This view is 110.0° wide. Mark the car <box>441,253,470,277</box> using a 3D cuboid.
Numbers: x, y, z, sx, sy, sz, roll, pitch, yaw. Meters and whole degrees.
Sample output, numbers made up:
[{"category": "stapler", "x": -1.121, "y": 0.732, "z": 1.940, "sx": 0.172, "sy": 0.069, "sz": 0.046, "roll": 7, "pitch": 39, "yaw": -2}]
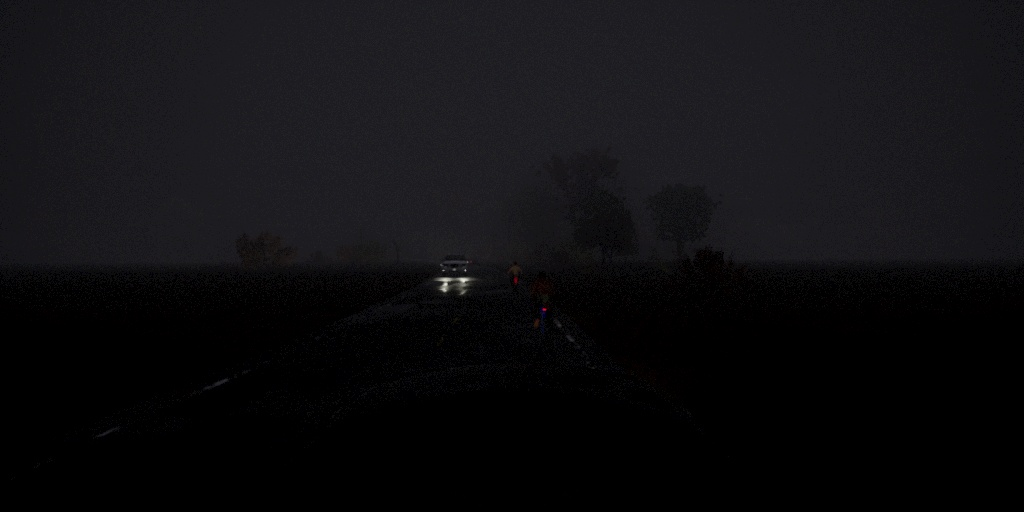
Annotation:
[{"category": "car", "x": -5.164, "y": 0.761, "z": 32.745, "sx": 2.150, "sy": 2.045, "sz": 5.566, "roll": 0, "pitch": 0, "yaw": -7}]

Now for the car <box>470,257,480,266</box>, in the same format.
[{"category": "car", "x": -6.343, "y": 0.925, "z": 58.171, "sx": 2.033, "sy": 1.411, "sz": 5.357, "roll": 0, "pitch": 0, "yaw": -13}]

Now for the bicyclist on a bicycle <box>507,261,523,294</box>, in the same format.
[{"category": "bicyclist on a bicycle", "x": 0.161, "y": 1.072, "z": 18.147, "sx": 0.866, "sy": 1.612, "sz": 1.509, "roll": 0, "pitch": 0, "yaw": -4}]

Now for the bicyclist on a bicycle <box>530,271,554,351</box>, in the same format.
[{"category": "bicyclist on a bicycle", "x": 0.683, "y": 1.159, "z": 7.937, "sx": 0.582, "sy": 1.620, "sz": 1.656, "roll": 0, "pitch": 0, "yaw": -2}]
